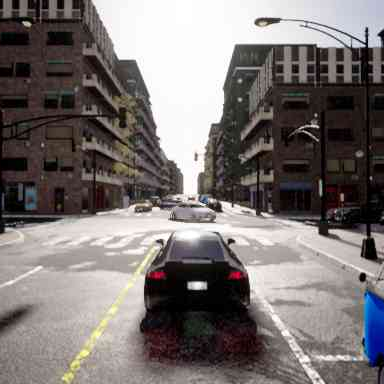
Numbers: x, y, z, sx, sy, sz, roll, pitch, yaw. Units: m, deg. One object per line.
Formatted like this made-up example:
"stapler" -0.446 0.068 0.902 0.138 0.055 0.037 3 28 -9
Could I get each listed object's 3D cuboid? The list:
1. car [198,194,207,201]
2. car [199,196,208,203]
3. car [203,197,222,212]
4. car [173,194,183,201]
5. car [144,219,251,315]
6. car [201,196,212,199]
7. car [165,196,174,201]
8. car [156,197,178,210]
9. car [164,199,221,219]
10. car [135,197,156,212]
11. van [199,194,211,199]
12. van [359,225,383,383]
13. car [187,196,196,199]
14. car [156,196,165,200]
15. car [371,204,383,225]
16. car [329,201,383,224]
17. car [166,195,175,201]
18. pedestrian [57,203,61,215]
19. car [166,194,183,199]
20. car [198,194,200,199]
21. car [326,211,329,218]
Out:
"car" 2.569 1.393 85.167 2.192 1.841 5.009 1 0 0
"car" 2.582 1.648 73.881 1.802 1.307 4.206 1 0 0
"car" 2.638 1.599 40.026 1.947 1.339 4.313 1 0 0
"car" -3.122 1.160 75.015 1.882 1.535 5.008 0 0 0
"car" 0.088 1.570 7.682 1.994 1.385 4.181 0 0 0
"car" 2.629 1.589 45.669 2.008 1.369 4.403 1 0 0
"car" -5.815 1.629 85.153 2.008 1.369 4.403 1 0 0
"car" -3.171 1.637 43.597 1.895 1.301 4.718 0 0 0
"car" -0.040 1.548 26.872 1.812 1.442 4.674 -1 0 -36
"car" -5.741 1.559 39.842 1.752 1.417 4.829 1 0 0
"van" 2.614 1.390 56.953 1.690 1.788 3.998 1 0 0
"van" 2.670 1.343 2.080 1.690 1.788 3.998 1 0 0
"car" -0.131 1.598 80.556 2.128 1.511 4.902 0 0 0
"car" -5.759 1.484 51.298 1.967 1.590 4.097 1 0 0
"car" 13.506 1.593 19.847 4.313 1.339 1.947 0 -1 1
"car" 13.492 1.486 25.640 4.553 1.767 2.097 0 -1 1
"car" -5.823 1.524 90.796 1.967 1.590 4.097 1 0 0
"pedestrian" -12.590 1.612 31.436 0.500 1.100 0.500 0 -1 1
"car" -3.174 1.615 59.560 1.994 1.385 4.181 0 0 0
"car" 2.592 1.586 68.409 1.752 1.417 4.829 1 0 0
"car" 13.596 1.622 28.229 4.097 1.590 1.967 0 -1 1
